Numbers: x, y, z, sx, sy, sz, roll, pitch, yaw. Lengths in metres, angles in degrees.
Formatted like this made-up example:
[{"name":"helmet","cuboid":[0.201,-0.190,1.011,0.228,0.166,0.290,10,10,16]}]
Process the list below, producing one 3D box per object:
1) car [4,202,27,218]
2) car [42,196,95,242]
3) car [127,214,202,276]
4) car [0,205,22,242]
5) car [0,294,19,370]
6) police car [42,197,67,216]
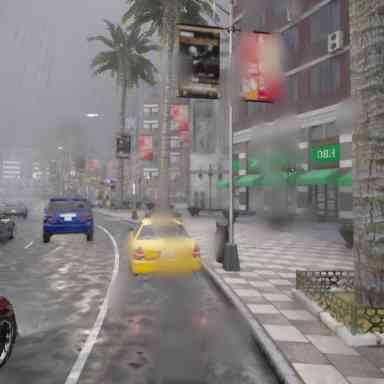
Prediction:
[{"name":"car","cuboid":[-15.640,1.550,29.325,1.994,1.385,4.181,0,0,-26]},{"name":"car","cuboid":[-6.167,1.220,16.818,2.150,2.045,5.566,0,0,-18]},{"name":"car","cuboid":[-1.042,1.456,10.377,1.801,1.575,5.366,0,0,-11]},{"name":"car","cuboid":[-8.867,1.498,14.091,1.837,1.490,4.892,1,0,-17]},{"name":"car","cuboid":[-3.317,1.561,2.903,1.994,1.385,4.181,0,0,-3]},{"name":"police car","cuboid":[-13.911,1.414,33.514,1.930,1.638,5.238,0,0,-26]}]
